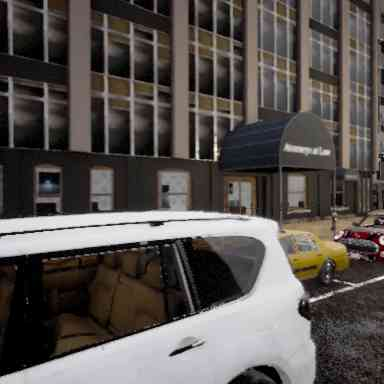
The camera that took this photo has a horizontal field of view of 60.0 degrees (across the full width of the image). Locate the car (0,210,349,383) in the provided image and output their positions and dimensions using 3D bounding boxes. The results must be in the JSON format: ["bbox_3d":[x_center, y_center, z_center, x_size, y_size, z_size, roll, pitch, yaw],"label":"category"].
[{"bbox_3d":[-1.452,1.221,2.346,5.566,2.045,2.150,0,0,-36],"label":"car"}]

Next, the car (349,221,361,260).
[{"bbox_3d":[1.796,1.508,7.842,4.829,1.417,1.752,0,0,-35],"label":"car"}]

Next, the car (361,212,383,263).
[{"bbox_3d":[6.575,1.404,11.250,4.097,1.590,1.967,0,0,-35],"label":"car"}]
